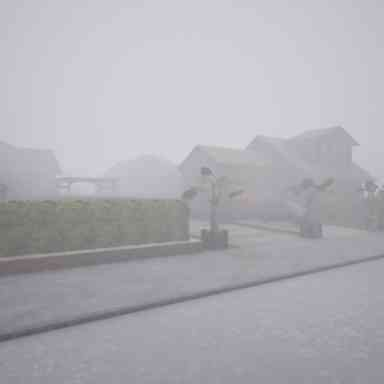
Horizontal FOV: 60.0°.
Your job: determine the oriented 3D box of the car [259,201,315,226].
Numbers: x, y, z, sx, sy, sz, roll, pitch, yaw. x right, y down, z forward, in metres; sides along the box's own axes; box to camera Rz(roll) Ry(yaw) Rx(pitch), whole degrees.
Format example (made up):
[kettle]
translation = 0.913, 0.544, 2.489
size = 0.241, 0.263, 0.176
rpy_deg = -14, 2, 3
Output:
[car]
translation = 6.278, 1.342, 21.939
size = 1.845, 1.501, 3.633
rpy_deg = 1, 0, -38
